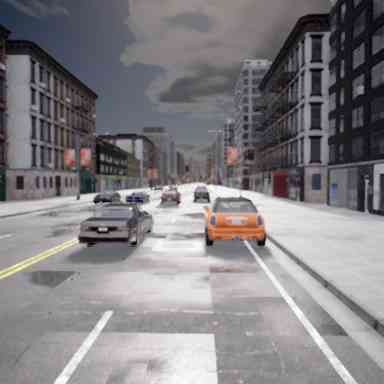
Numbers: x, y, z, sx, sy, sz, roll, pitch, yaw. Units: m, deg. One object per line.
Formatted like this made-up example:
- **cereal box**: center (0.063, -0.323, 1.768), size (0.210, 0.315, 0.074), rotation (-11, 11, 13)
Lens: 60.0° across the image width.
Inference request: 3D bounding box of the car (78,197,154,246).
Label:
- **car**: center (-2.747, 1.157, 13.050), size (2.033, 1.411, 5.357), rotation (0, 2, 2)

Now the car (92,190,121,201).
- **car**: center (-8.852, 0.492, 35.245), size (2.033, 1.411, 5.357), rotation (0, 2, 2)

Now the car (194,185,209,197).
- **car**: center (1.431, -0.167, 50.853), size (2.097, 1.767, 4.553), rotation (0, 2, 2)

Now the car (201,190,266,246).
- **car**: center (1.546, 0.956, 13.256), size (2.097, 1.767, 4.553), rotation (0, 2, 2)

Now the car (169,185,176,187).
- **car**: center (-4.402, -0.847, 76.142), size (2.128, 1.511, 4.902), rotation (0, 2, 2)

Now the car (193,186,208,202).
- **car**: center (1.156, 0.339, 39.049), size (1.837, 1.490, 4.892), rotation (0, 2, 2)

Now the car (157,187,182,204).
- **car**: center (-2.161, 0.484, 34.820), size (1.812, 1.442, 4.674), rotation (0, 2, 2)

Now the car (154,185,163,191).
- **car**: center (-7.640, -0.933, 76.643), size (1.882, 1.535, 5.008), rotation (0, 2, 2)

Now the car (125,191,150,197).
- **car**: center (-5.616, 0.564, 34.649), size (1.895, 1.301, 4.718), rotation (0, 2, 2)
